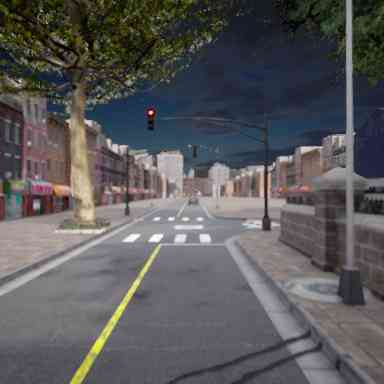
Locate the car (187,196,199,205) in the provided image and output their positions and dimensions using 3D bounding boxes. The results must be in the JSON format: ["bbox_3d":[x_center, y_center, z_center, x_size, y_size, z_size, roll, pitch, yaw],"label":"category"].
[{"bbox_3d":[0.246,1.482,59.781,2.128,1.511,4.902,0,0,0],"label":"car"}]

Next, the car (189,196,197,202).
[{"bbox_3d":[0.196,1.662,79.611,1.895,1.301,4.718,0,0,0],"label":"car"}]
